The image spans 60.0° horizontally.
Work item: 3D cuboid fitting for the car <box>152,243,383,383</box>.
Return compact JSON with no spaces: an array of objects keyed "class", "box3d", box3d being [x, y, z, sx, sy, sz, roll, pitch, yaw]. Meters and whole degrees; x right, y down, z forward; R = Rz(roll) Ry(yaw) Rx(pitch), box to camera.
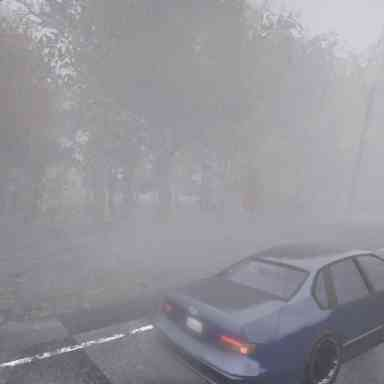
[{"class":"car","box3d":[2.066,1.549,5.225,5.357,1.411,2.033,0,0,-35]}]
